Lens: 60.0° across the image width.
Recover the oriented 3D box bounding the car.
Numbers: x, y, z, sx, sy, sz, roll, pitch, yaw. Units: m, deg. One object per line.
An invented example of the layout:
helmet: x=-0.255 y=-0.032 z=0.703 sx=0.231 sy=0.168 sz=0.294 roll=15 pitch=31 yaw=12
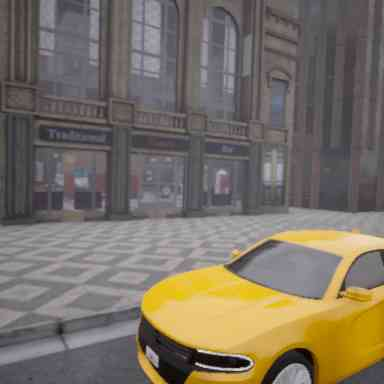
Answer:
car: x=1.719 y=1.312 z=4.539 sx=5.008 sy=1.535 sz=1.882 roll=0 pitch=3 yaw=-33
